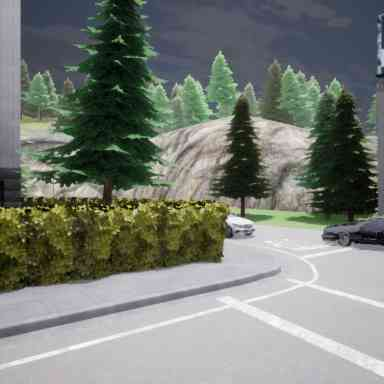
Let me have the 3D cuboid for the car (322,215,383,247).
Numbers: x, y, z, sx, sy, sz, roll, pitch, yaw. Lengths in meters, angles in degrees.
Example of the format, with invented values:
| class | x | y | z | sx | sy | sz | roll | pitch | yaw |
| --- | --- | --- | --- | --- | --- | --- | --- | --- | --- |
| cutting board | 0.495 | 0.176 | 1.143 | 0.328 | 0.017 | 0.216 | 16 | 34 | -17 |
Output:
| class | x | y | z | sx | sy | sz | roll | pitch | yaw |
| --- | --- | --- | --- | --- | --- | --- | --- | --- | --- |
| car | 8.601 | 1.716 | 14.466 | 5.357 | 1.411 | 2.033 | 0 | 0 | 34 |

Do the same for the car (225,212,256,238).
| class | x | y | z | sx | sy | sz | roll | pitch | yaw |
| --- | --- | --- | --- | --- | --- | --- | --- | --- | --- |
| car | 1.477 | 1.702 | 19.120 | 1.812 | 1.442 | 4.674 | 0 | 0 | -42 |
